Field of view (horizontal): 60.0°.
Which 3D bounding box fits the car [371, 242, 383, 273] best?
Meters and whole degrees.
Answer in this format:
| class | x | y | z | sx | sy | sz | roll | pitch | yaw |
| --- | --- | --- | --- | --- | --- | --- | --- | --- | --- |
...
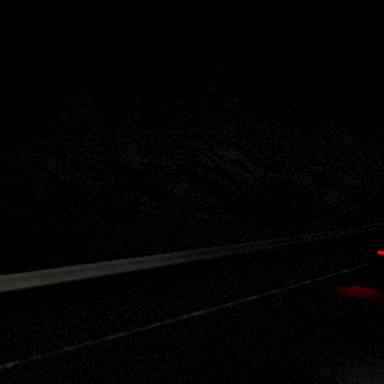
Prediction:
| class | x | y | z | sx | sy | sz | roll | pitch | yaw |
| --- | --- | --- | --- | --- | --- | --- | --- | --- | --- |
| car | 6.880 | 1.515 | 9.044 | 5.357 | 1.411 | 2.033 | 0 | 0 | -38 |
